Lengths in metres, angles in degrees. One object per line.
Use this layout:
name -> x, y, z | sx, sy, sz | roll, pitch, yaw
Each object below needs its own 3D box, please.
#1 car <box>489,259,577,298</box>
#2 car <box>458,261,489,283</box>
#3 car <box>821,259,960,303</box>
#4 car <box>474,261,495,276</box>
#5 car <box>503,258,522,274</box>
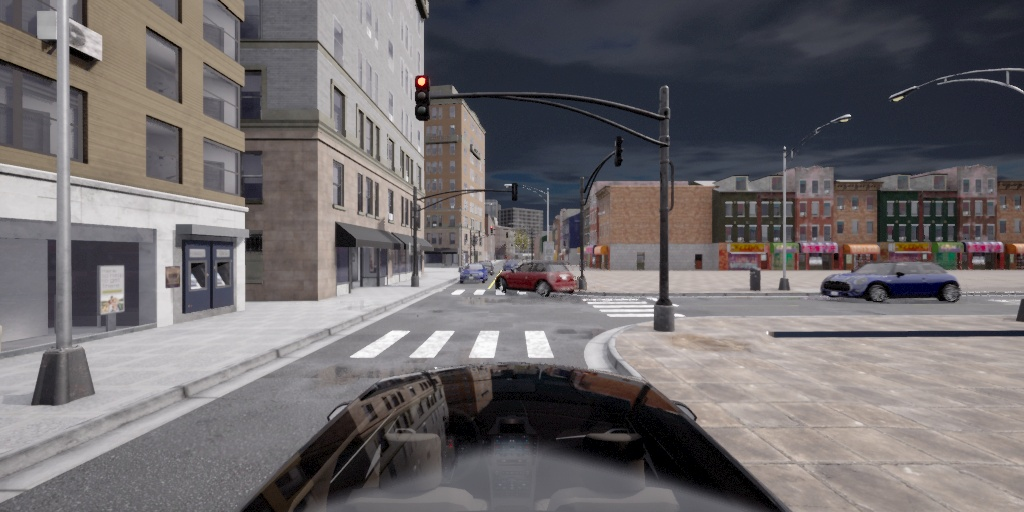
car -> 1.149, 1.098, 18.920 | 2.097, 1.767, 4.553 | 1, -1, -42
car -> -2.872, 1.279, 27.775 | 1.812, 1.442, 4.674 | 0, 0, 0
car -> 16.279, 1.033, 15.613 | 4.553, 1.767, 2.097 | 0, 0, 0
car -> -2.884, 1.262, 38.023 | 1.837, 1.490, 4.892 | 0, 0, 0
car -> 0.041, 1.111, 42.919 | 2.097, 1.767, 4.553 | 0, 0, 0
